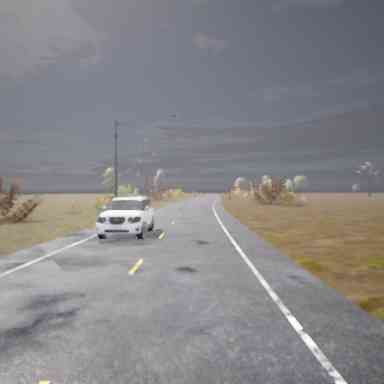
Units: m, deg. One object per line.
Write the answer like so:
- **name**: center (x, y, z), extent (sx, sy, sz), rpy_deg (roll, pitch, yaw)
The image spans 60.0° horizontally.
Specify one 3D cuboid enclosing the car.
- **car**: center (-3.303, 1.257, 17.524), extent (2.150, 2.045, 5.566), rpy_deg (0, 0, 1)
